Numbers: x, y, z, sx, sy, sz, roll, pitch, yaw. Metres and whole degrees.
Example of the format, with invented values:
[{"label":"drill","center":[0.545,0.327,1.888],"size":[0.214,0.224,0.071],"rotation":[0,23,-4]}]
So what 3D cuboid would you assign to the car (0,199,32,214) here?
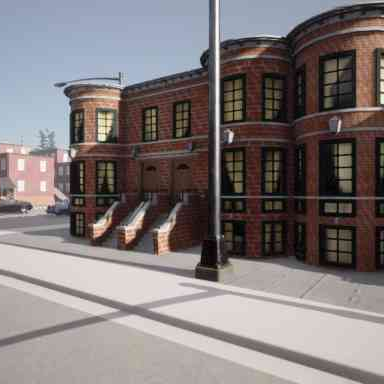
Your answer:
[{"label":"car","center":[-18.767,1.491,33.567],"size":[2.128,1.511,4.902],"rotation":[0,0,36]}]

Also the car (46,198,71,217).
[{"label":"car","center":[-11.118,1.547,31.869],"size":[2.033,1.411,5.357],"rotation":[0,0,36]}]

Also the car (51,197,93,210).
[{"label":"car","center":[-15.729,1.477,43.828],"size":[1.882,1.535,5.008],"rotation":[0,0,35]}]

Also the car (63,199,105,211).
[{"label":"car","center":[-13.327,1.599,41.167],"size":[1.895,1.301,4.718],"rotation":[0,0,36]}]
